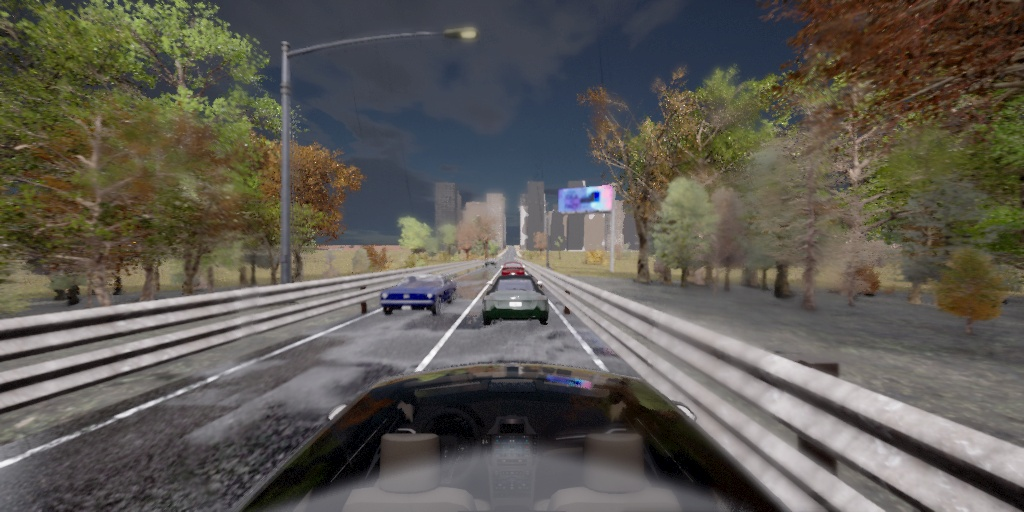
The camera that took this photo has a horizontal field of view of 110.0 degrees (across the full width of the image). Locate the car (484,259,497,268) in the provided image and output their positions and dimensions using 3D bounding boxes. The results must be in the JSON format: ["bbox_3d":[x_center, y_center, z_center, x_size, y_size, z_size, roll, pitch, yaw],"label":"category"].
[{"bbox_3d":[-3.299,1.130,55.570,1.895,1.301,4.718,0,0,0],"label":"car"}]

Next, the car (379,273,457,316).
[{"bbox_3d":[-3.353,1.346,13.604,1.895,1.301,4.718,0,0,0],"label":"car"}]

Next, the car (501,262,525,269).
[{"bbox_3d":[0.081,1.217,30.230,1.882,1.535,5.008,0,0,0],"label":"car"}]

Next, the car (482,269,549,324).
[{"bbox_3d":[0.099,1.310,11.985,1.994,1.385,4.181,0,0,0],"label":"car"}]
